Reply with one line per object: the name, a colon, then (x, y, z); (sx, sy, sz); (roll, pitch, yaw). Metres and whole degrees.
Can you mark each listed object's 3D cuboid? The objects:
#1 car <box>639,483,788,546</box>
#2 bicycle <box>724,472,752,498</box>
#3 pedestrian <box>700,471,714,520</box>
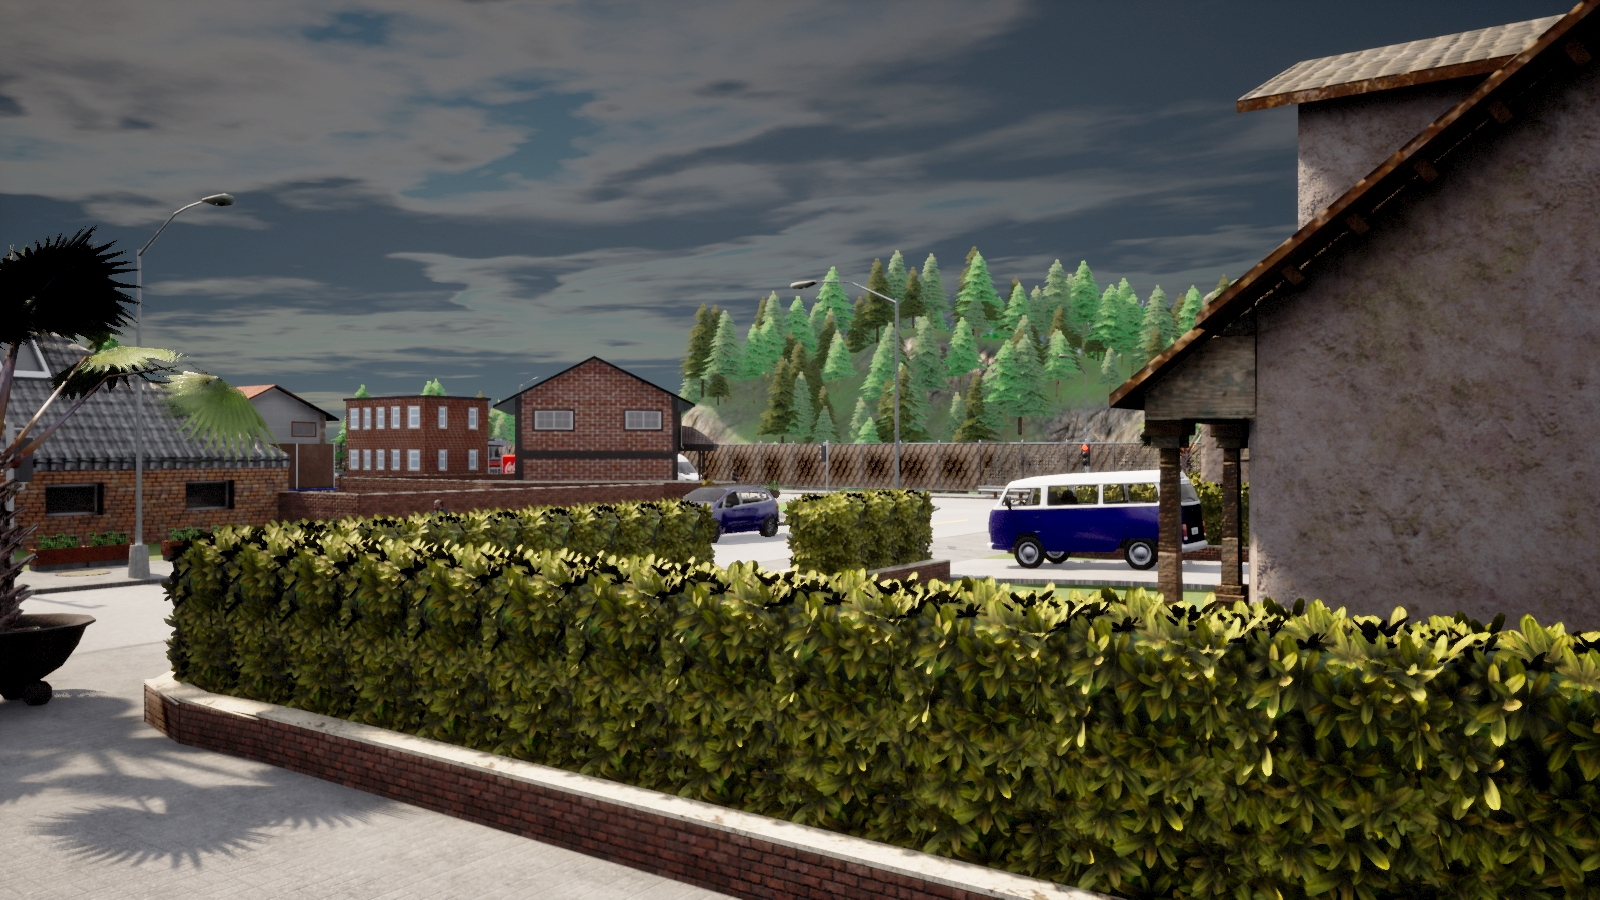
car: (-2.623, 1.957, 35.781); (2.242, 1.667, 4.611); (0, 0, 35)
bicycle: (-3.643, 2.044, 67.431); (1.835, 1.471, 0.329); (0, 0, 35)
pedestrian: (-3.543, 1.732, 43.481); (0.375, 1.860, 0.375); (0, 0, 41)
